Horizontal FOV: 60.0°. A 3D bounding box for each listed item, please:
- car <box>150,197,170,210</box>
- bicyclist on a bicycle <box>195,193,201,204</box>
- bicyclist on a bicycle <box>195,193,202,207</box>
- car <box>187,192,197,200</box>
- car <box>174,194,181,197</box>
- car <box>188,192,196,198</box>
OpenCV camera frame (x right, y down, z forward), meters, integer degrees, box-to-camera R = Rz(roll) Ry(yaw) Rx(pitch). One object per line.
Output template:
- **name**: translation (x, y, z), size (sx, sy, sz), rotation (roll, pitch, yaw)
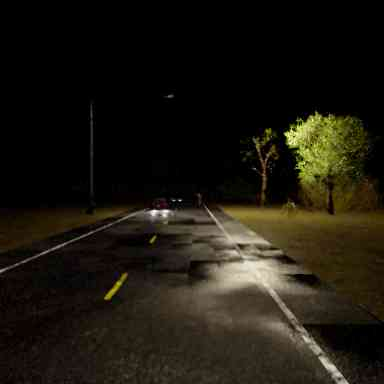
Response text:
- **car**: translation (-3.590, 1.281, 37.761), size (1.994, 1.385, 4.181), rotation (0, 0, 0)
- **bicyclist on a bicycle**: translation (0.967, 1.045, 51.794), size (0.866, 1.612, 1.509), rotation (0, 0, 0)
- **bicyclist on a bicycle**: translation (0.963, 1.056, 41.972), size (0.659, 1.776, 1.843), rotation (0, 1, 0)
- **car**: translation (0.003, 0.997, 72.716), size (1.994, 1.385, 4.181), rotation (0, 0, 0)
- **car**: translation (-3.496, 0.679, 79.842), size (1.895, 1.301, 4.718), rotation (0, 0, 0)
- **car**: translation (0.004, 0.735, 83.078), size (1.837, 1.490, 4.892), rotation (0, 0, 0)
